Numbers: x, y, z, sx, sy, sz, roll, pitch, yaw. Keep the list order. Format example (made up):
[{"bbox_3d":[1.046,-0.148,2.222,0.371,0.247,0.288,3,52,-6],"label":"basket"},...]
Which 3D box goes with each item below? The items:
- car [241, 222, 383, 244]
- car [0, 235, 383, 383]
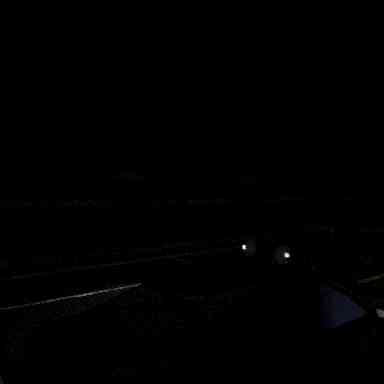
[{"bbox_3d":[3.603,1.599,9.819,4.718,1.301,1.895,0,0,-35],"label":"car"},{"bbox_3d":[0.717,1.547,3.821,5.357,1.411,2.033,0,0,-36],"label":"car"}]
